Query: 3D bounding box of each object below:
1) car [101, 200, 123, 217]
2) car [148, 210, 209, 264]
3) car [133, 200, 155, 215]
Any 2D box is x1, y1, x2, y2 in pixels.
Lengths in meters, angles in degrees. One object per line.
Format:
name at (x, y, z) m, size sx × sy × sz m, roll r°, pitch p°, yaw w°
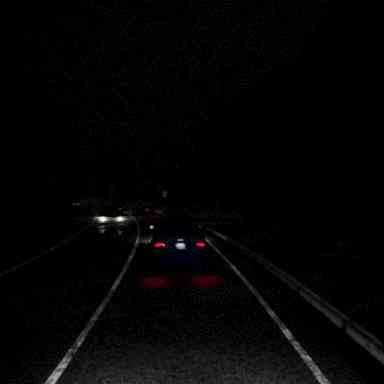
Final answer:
car at (-7.942, 1.547, 32.979) m, size 1.882 × 1.535 × 5.008 m, roll 2°, pitch -1°, yaw -16°
car at (-0.557, 1.594, 12.047) m, size 2.033 × 1.411 × 5.357 m, roll 1°, pitch 0°, yaw -5°
car at (-5.257, 1.648, 36.032) m, size 1.882 × 1.535 × 5.008 m, roll 2°, pitch -1°, yaw -17°
